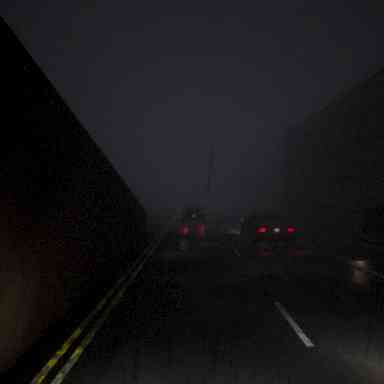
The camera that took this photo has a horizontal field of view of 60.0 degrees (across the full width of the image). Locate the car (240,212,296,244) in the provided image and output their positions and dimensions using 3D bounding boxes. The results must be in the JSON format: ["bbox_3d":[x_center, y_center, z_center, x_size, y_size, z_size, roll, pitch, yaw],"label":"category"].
[{"bbox_3d":[3.620,1.702,16.685,2.033,1.411,5.357,0,-1,0],"label":"car"}]

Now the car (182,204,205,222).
[{"bbox_3d":[0.139,1.799,29.540,1.812,1.442,4.674,0,0,0],"label":"car"}]
